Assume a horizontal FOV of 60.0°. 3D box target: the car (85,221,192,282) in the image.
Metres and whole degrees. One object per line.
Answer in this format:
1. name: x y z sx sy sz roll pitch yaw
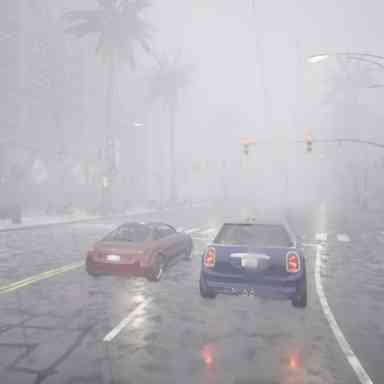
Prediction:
1. car: -1.342 1.563 9.974 1.994 1.385 4.181 0 0 16

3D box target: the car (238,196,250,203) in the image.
1. car: 11.046 1.504 70.544 2.161 1.482 4.786 0 0 21

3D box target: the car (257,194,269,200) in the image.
1. car: 19.153 1.343 90.922 2.185 1.767 4.553 0 0 21

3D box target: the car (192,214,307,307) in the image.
1. car: 1.695 1.351 8.315 2.097 1.767 4.553 0 0 17
